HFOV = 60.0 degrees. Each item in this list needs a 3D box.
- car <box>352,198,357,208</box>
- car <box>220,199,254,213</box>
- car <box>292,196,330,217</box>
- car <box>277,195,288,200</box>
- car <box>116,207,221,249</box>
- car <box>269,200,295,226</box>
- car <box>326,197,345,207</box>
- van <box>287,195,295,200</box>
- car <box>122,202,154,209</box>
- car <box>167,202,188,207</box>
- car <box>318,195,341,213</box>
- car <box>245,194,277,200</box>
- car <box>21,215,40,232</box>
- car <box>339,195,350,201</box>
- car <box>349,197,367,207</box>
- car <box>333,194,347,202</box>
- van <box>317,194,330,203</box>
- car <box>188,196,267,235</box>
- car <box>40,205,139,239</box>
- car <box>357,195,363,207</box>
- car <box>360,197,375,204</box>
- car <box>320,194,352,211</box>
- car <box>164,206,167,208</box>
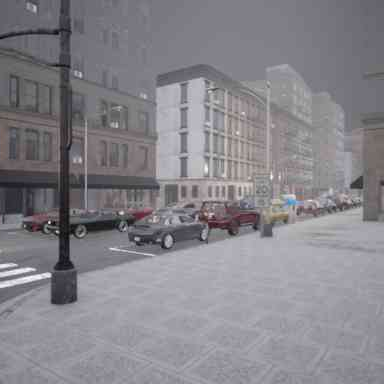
[{"bbox_3d":[20.933,1.619,45.526,1.802,1.307,4.206,0,0,35],"label":"car"},{"bbox_3d":[5.033,1.535,36.872,1.887,1.381,4.507,0,0,35],"label":"car"},{"bbox_3d":[11.596,1.471,32.253,1.967,1.590,4.097,0,0,35],"label":"car"},{"bbox_3d":[11.160,1.520,45.580,1.752,1.417,4.829,0,0,35],"label":"car"},{"bbox_3d":[-0.855,1.574,14.557,2.008,1.369,4.403,0,0,35],"label":"car"},{"bbox_3d":[5.468,1.552,23.545,1.752,1.417,4.829,0,0,35],"label":"car"},{"bbox_3d":[22.599,1.532,52.299,1.837,1.490,4.892,0,0,35],"label":"car"},{"bbox_3d":[14.371,1.338,50.143,1.690,1.788,3.998,0,0,35],"label":"van"},{"bbox_3d":[-4.305,1.425,23.599,1.967,1.590,4.097,0,0,35],"label":"car"},{"bbox_3d":[0.490,1.504,26.008,1.837,1.490,4.892,0,0,35],"label":"car"},{"bbox_3d":[14.708,1.472,36.677,1.967,1.590,4.097,0,0,35],"label":"car"},{"bbox_3d":[6.467,1.224,34.476,2.150,2.045,5.566,0,0,35],"label":"car"},{"bbox_3d":[-7.418,1.528,19.175,1.887,1.381,4.507,0,0,35],"label":"car"},{"bbox_3d":[39.272,1.554,85.537,1.887,1.381,4.507,0,0,35],"label":"car"},{"bbox_3d":[27.159,1.592,54.374,2.008,1.369,4.403,0,0,35],"label":"car"},{"bbox_3d":[36.161,1.324,81.113,2.192,1.841,5.009,0,0,35],"label":"car"},{"bbox_3d":[26.822,1.347,67.840,1.690,1.788,3.998,0,0,35],"label":"van"},{"bbox_3d":[2.259,1.340,18.981,2.192,1.841,5.009,0,0,35],"label":"car"},{"bbox_3d":[-5.274,1.597,17.812,1.895,1.301,4.718,0,0,33],"label":"car"},{"bbox_3d":[24.046,1.605,49.950,1.947,1.339,4.313,0,0,35],"label":"car"},{"bbox_3d":[33.385,1.612,63.223,1.947,1.339,4.313,0,0,35],"label":"car"},{"bbox_3d":[17.822,1.350,41.101,2.192,1.841,5.009,0,0,35],"label":"car"},{"bbox_3d":[-1.193,1.537,28.024,2.008,1.369,4.403,0,0,35],"label":"car"}]
